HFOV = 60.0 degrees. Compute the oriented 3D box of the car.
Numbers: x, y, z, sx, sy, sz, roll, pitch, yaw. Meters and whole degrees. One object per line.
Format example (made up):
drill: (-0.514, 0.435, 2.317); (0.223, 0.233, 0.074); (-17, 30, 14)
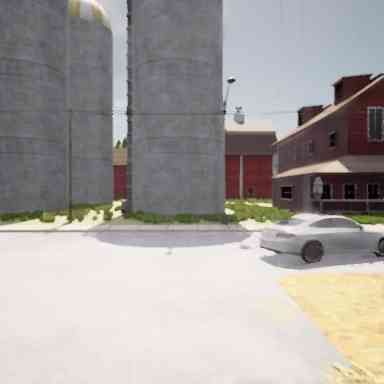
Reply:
car: (4.564, 1.448, 11.180); (4.674, 1.442, 1.812); (0, -1, -18)
